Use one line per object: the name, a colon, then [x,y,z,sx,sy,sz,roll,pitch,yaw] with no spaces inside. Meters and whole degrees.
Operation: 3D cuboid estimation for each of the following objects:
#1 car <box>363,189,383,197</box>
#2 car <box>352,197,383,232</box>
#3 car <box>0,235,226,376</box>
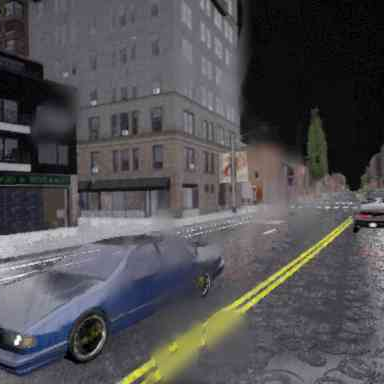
car: [17.217,0.784,30.764,2.150,2.045,5.566,-2,-1,29]
car: [9.698,1.257,17.676,1.837,1.490,4.892,-2,0,31]
car: [-1.237,1.581,6.327,2.033,1.411,5.357,-2,0,32]
